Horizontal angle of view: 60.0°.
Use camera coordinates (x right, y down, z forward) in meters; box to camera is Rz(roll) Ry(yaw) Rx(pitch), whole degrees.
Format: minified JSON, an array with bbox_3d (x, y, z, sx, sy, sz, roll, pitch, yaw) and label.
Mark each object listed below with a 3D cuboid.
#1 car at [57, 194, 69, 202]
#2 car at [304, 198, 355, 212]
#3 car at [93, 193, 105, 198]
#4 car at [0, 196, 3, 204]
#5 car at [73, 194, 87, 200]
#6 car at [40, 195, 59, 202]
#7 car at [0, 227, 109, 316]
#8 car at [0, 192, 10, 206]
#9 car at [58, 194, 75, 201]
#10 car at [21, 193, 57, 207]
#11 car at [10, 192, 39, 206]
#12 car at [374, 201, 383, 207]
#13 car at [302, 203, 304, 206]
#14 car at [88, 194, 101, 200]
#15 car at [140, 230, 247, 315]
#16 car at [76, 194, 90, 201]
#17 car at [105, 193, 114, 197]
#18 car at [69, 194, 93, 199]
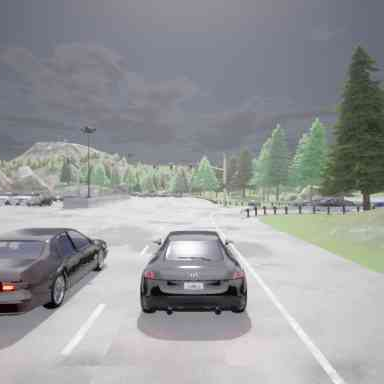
[{"bbox_3d":[-25.145,1.370,66.946,1.895,1.301,4.718,0,0,-1],"label":"car"},{"bbox_3d":[15.656,1.398,37.531,4.902,1.511,2.128,0,0,7],"label":"car"},{"bbox_3d":[-21.727,1.264,74.734,1.812,1.442,4.674,0,0,-1],"label":"car"},{"bbox_3d":[-6.945,1.221,7.587,2.150,2.045,5.566,0,0,-2],"label":"car"},{"bbox_3d":[-29.185,1.226,86.883,2.033,1.411,5.357,0,0,-3],"label":"car"},{"bbox_3d":[-28.646,1.327,67.016,1.994,1.385,4.181,0,0,-1],"label":"car"},{"bbox_3d":[-3.469,1.547,7.798,2.033,1.411,5.357,0,0,0],"label":"car"},{"bbox_3d":[-28.569,1.063,51.556,2.150,2.045,5.566,0,0,0],"label":"car"},{"bbox_3d":[-28.745,1.258,76.423,2.128,1.511,4.902,0,0,-1],"label":"car"},{"bbox_3d":[-21.532,1.355,47.066,2.128,1.511,4.902,0,0,-1],"label":"car"},{"bbox_3d":[-25.072,1.066,51.268,2.150,2.045,5.566,0,0,0],"label":"car"},{"bbox_3d":[24.476,1.374,39.636,5.008,1.535,1.882,0,0,13],"label":"car"},{"bbox_3d":[15.730,1.454,41.052,4.181,1.385,1.994,0,0,7],"label":"car"},{"bbox_3d":[-25.761,1.222,87.775,2.033,1.411,5.357,0,0,-3],"label":"car"},{"bbox_3d":[0.030,1.563,7.649,1.994,1.385,4.181,0,0,0],"label":"car"},{"bbox_3d":[-25.254,1.282,77.212,1.994,1.385,4.181,0,0,-1],"label":"car"},{"bbox_3d":[-21.916,1.238,84.214,2.033,1.411,5.357,0,0,-3],"label":"car"},{"bbox_3d":[-21.636,1.278,64.974,2.128,1.511,4.902,0,0,0],"label":"car"}]
